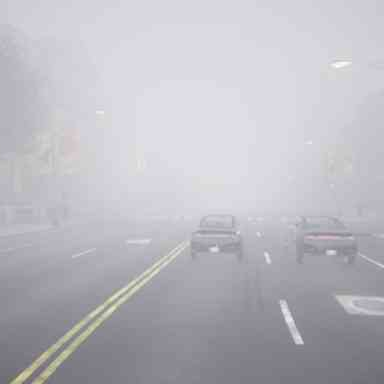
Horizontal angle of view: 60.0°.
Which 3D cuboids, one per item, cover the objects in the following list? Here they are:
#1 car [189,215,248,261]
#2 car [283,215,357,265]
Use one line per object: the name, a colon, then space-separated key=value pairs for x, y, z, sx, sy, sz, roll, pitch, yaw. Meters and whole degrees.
car: x=1.097 y=1.621 z=12.884 sx=2.128 sy=1.511 sz=4.902 roll=0 pitch=0 yaw=9
car: x=4.553 y=1.616 z=12.332 sx=2.128 sy=1.511 sz=4.902 roll=0 pitch=0 yaw=9
